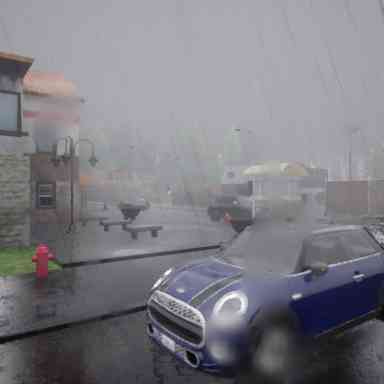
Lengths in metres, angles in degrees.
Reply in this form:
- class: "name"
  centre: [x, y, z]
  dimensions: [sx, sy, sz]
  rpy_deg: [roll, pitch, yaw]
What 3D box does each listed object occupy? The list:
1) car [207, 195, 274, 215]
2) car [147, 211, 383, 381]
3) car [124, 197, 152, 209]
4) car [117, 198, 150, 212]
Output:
- class: "car"
  centre: [3.402, 1.225, 24.149]
  dimensions: [2.150, 2.045, 5.566]
  rpy_deg: [0, 0, -35]
- class: "car"
  centre: [1.534, 1.352, 5.591]
  dimensions: [4.553, 1.767, 2.097]
  rpy_deg: [0, 0, -35]
- class: "car"
  centre: [-7.681, 1.526, 46.781]
  dimensions: [1.812, 1.442, 4.674]
  rpy_deg: [0, 0, -39]
- class: "car"
  centre: [-7.021, 1.547, 38.882]
  dimensions: [2.033, 1.411, 5.357]
  rpy_deg: [0, 0, -35]
